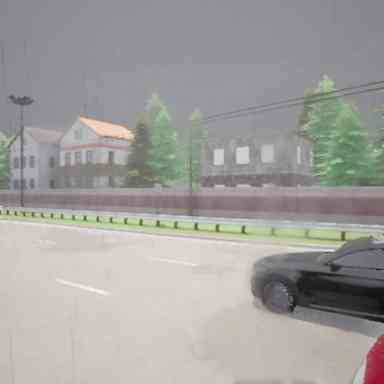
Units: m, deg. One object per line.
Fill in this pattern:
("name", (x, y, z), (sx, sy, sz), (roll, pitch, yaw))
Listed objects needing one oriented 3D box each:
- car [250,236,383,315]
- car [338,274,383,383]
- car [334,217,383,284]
("car", (3.341, 1.526, 5.892), (4.674, 1.442, 1.812), (0, 0, 35))
("car", (3.348, 1.602, 1.604), (4.718, 1.301, 1.895), (0, 0, 35))
("car", (6.285, 1.506, 8.108), (4.892, 1.490, 1.837), (0, 0, 35))
